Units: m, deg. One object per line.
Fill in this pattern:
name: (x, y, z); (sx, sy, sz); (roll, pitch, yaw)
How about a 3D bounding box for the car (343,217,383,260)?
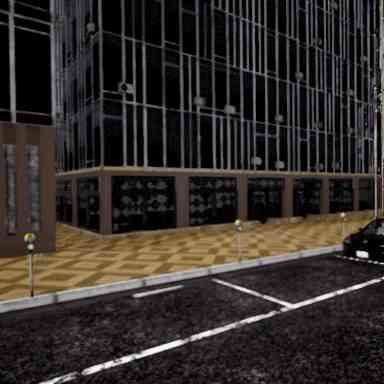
car: (7.079, 1.569, 11.621); (4.313, 1.339, 1.947); (0, -1, -35)
